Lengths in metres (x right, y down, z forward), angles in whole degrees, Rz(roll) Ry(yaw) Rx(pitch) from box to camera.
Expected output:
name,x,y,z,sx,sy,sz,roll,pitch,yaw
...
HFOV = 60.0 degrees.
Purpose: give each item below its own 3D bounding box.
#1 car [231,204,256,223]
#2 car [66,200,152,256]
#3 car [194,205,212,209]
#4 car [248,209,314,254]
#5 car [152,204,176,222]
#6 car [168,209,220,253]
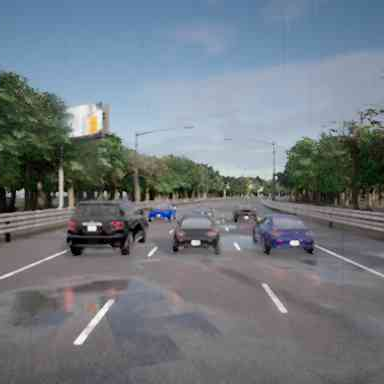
name,x,y,z,sx,sy,sz,roll,pitch,yaw
car,4.472,1.781,28.641,1.837,1.490,4.892,0,0,4
car,-3.294,1.347,13.928,2.150,2.045,5.566,0,0,2
car,0.953,1.819,28.567,2.033,1.411,5.357,0,-1,4
car,3.721,1.660,14.082,1.812,1.442,4.674,0,0,2
car,-2.497,1.755,29.293,1.882,1.535,5.008,0,0,4
car,0.222,1.660,14.161,1.812,1.442,4.674,0,0,2
